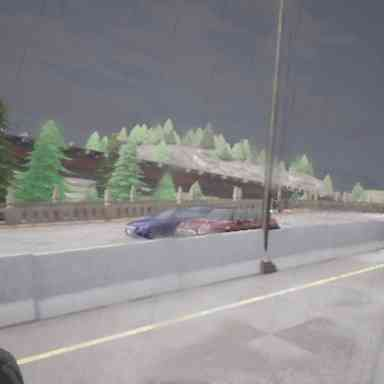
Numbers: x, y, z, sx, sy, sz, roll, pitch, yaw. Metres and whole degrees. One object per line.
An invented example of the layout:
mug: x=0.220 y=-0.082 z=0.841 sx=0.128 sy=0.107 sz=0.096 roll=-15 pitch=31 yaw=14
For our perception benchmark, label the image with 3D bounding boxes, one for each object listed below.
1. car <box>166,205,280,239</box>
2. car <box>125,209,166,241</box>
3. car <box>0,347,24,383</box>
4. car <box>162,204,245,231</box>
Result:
car: x=1.512 y=1.355 z=13.665 sx=4.553 sy=1.767 sz=2.097 roll=0 pitch=0 yaw=-35
car: x=-0.915 y=1.528 z=16.234 sx=4.674 sy=1.442 sz=1.812 roll=0 pitch=0 yaw=-35
car: x=-3.341 y=1.506 z=1.365 sx=4.892 sy=1.490 sz=1.837 roll=-1 pitch=0 yaw=-35
car: x=0.842 y=1.551 z=21.785 sx=5.357 sy=1.411 sz=2.033 roll=0 pitch=0 yaw=-35
